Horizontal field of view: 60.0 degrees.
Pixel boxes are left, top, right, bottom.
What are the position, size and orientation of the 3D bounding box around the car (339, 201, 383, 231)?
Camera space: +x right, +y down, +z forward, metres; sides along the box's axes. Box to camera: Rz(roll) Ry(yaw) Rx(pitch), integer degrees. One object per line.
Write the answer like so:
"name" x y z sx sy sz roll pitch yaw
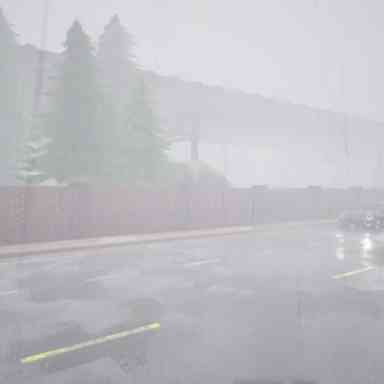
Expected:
"car" 10.990 1.380 20.310 4.553 1.767 2.097 0 0 -36
